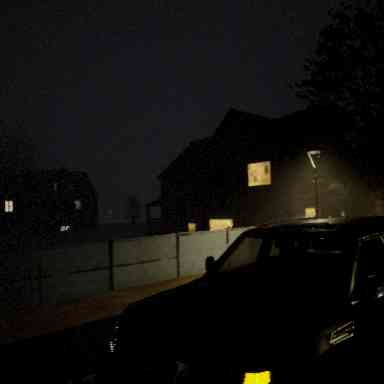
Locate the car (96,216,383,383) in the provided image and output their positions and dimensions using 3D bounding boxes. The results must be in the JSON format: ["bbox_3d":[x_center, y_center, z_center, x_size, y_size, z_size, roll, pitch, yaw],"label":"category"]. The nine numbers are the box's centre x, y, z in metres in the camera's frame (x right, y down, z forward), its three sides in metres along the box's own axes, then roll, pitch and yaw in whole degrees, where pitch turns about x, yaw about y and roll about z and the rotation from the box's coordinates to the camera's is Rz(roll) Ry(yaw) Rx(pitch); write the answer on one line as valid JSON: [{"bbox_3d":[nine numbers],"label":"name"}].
[{"bbox_3d":[1.622,1.407,4.383,5.566,2.045,2.150,0,-4,-41],"label":"car"}]
